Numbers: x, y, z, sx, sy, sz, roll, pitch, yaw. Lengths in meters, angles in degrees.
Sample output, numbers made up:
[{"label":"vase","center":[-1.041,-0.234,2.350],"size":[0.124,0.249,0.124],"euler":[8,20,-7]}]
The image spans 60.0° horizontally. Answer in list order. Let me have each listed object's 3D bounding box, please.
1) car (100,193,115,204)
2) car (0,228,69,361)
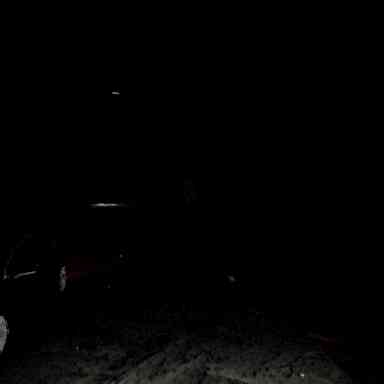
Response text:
[{"label":"car","center":[-11.766,0.910,46.553],"size":[2.033,1.411,5.357],"euler":[0,1,-13]},{"label":"car","center":[-3.531,1.471,5.673],"size":[1.837,1.490,4.892],"euler":[0,1,-5]}]
